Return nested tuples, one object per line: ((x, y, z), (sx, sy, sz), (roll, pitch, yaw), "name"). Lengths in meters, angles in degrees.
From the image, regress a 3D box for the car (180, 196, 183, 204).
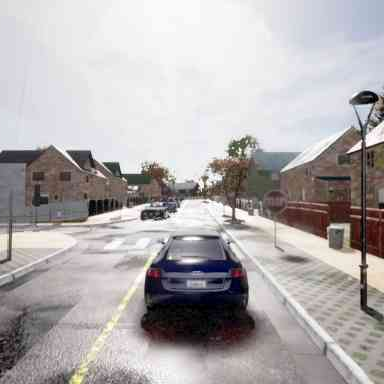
((-2.829, 1.673, 53.068), (1.837, 1.490, 4.892), (0, 0, 1), "car")

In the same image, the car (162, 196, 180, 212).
((-2.854, 1.455, 39.489), (2.097, 1.767, 4.553), (0, 0, 0), "car")

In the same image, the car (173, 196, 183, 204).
((-2.767, 1.547, 68.389), (1.882, 1.535, 5.008), (0, 0, 0), "car")

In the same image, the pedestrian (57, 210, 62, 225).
((-9.916, 1.856, 24.845), (0.500, 1.100, 0.500), (0, -2, 5), "pedestrian")

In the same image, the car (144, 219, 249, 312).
((0.093, 1.574, 7.798), (1.994, 1.385, 4.181), (0, 0, 0), "car")

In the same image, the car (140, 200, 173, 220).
((-3.156, 1.628, 28.998), (1.994, 1.385, 4.181), (0, 0, 5), "car")
